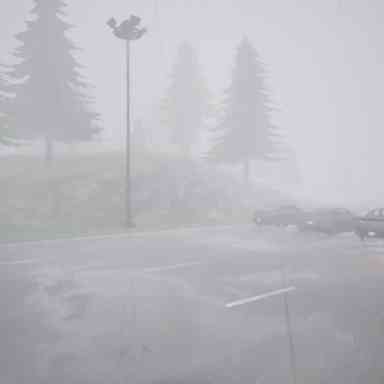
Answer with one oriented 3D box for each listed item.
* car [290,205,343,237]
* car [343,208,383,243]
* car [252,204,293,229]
[{"bbox_3d":[7.528,1.491,17.737,4.181,1.385,1.994,0,0,-35],"label":"car"},{"bbox_3d":[9.069,1.421,14.537,4.902,1.511,2.128,0,0,-35],"label":"car"},{"bbox_3d":[5.775,1.451,20.797,4.674,1.442,1.812,0,0,-36],"label":"car"}]
